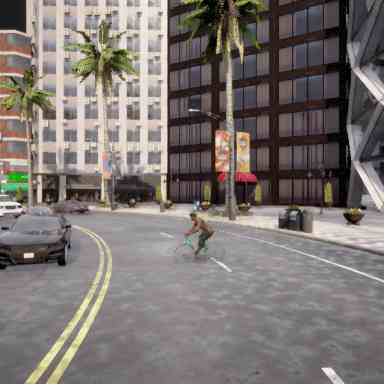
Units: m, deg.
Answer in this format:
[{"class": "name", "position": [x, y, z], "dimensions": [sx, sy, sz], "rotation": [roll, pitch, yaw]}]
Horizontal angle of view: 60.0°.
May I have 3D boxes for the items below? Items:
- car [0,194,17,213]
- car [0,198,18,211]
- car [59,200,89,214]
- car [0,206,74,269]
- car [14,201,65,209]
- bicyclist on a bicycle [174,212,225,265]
[{"class": "car", "position": [-16.602, 1.221, 28.428], "dimensions": [5.566, 2.045, 2.150], "rotation": [0, 0, 39]}, {"class": "car", "position": [-23.673, 1.526, 40.649], "dimensions": [4.674, 1.442, 1.812], "rotation": [0, 0, 24]}, {"class": "car", "position": [-12.929, 1.548, 34.536], "dimensions": [5.357, 1.411, 2.033], "rotation": [0, 0, 37]}, {"class": "car", "position": [-5.267, 1.478, 11.543], "dimensions": [1.882, 1.535, 5.008], "rotation": [0, 0, -18]}, {"class": "car", "position": [-9.575, 1.526, 20.645], "dimensions": [1.812, 1.442, 4.674], "rotation": [0, 0, -35]}, {"class": "bicyclist on a bicycle", "position": [0.218, 1.455, 10.398], "dimensions": [1.656, 1.620, 0.582], "rotation": [-2, 0, -12]}]
